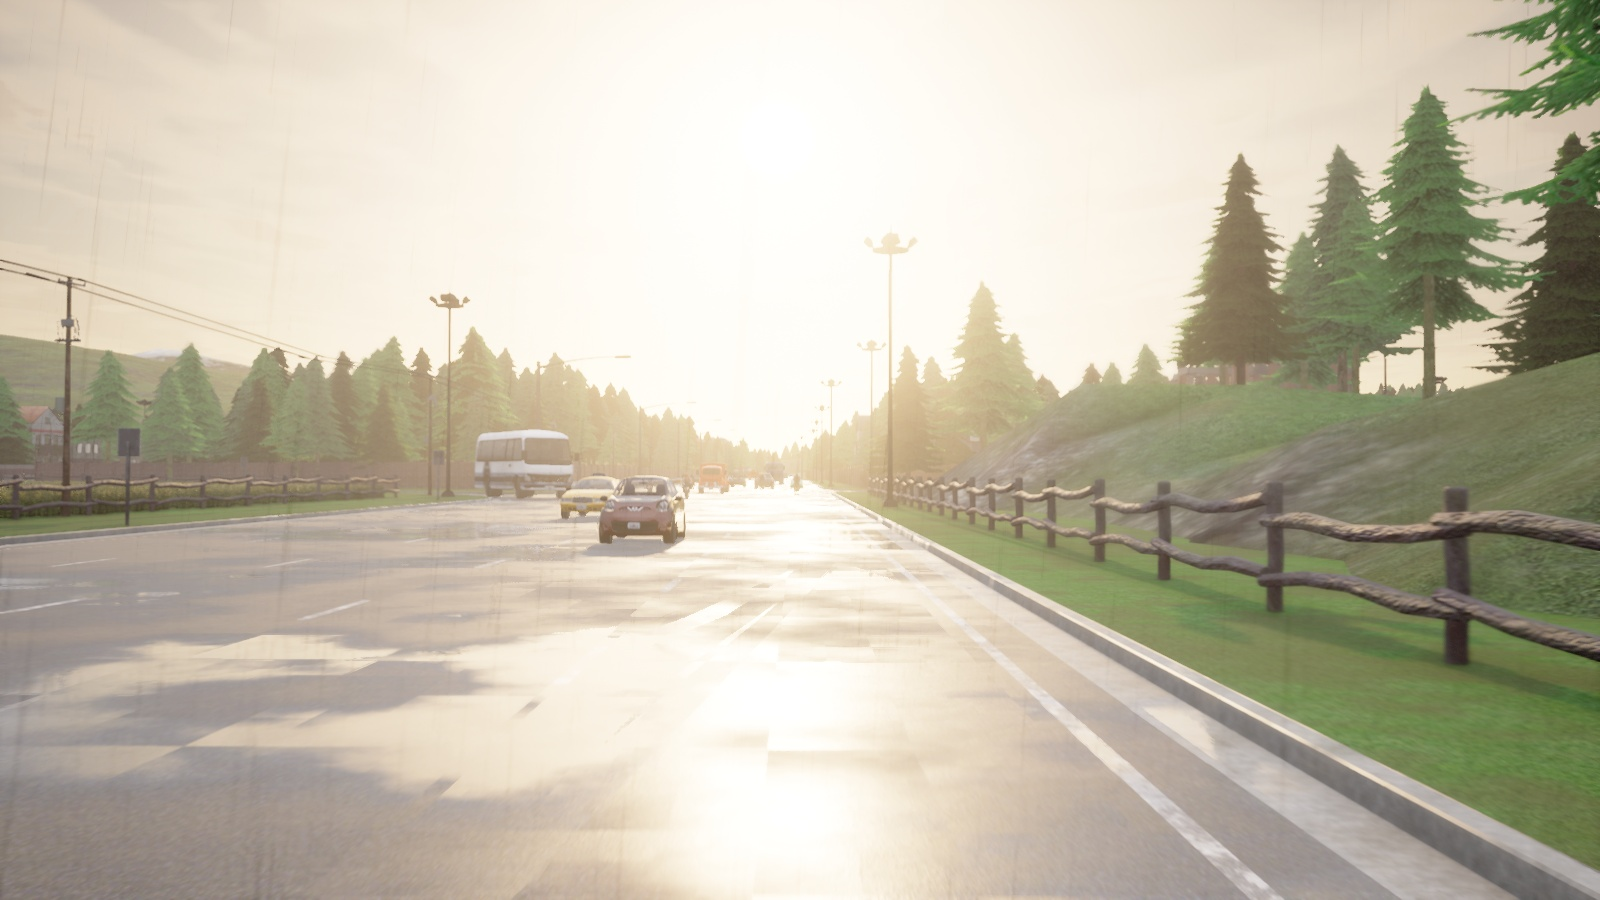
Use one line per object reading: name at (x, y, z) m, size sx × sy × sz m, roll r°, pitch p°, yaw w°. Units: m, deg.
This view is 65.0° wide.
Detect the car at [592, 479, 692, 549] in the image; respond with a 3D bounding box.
car at (-3.571, 1.415, 28.914) m, size 1.845 × 1.501 × 3.633 m, roll 0°, pitch -1°, yaw 0°

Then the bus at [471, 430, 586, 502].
bus at (-17.428, 1.077, 79.855) m, size 3.944 × 4.253 × 10.273 m, roll 1°, pitch -2°, yaw -32°

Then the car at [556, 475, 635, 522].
car at (-7.166, 1.659, 44.487) m, size 1.801 × 1.575 × 5.366 m, roll 0°, pitch -1°, yaw 1°
